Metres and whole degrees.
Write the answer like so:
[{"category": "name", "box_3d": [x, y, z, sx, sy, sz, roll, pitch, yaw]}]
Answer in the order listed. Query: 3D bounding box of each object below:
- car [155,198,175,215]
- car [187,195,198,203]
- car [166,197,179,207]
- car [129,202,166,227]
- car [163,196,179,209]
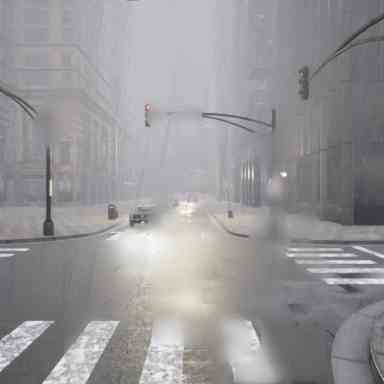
[{"category": "car", "box_3d": [-3.101, 1.564, 33.102, 1.994, 1.385, 4.181, 0, 0, 0]}, {"category": "car", "box_3d": [0.084, 1.366, 69.632, 2.097, 1.767, 4.553, 0, 0, 0]}, {"category": "car", "box_3d": [-3.064, 1.531, 53.145, 1.812, 1.442, 4.674, 0, 0, 1]}, {"category": "car", "box_3d": [-3.105, 1.601, 23.160, 1.895, 1.301, 4.718, 0, 0, 0]}, {"category": "car", "box_3d": [-3.106, 1.354, 43.104, 2.097, 1.767, 4.553, 0, 0, 0]}]
